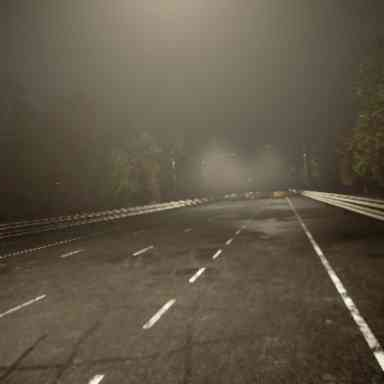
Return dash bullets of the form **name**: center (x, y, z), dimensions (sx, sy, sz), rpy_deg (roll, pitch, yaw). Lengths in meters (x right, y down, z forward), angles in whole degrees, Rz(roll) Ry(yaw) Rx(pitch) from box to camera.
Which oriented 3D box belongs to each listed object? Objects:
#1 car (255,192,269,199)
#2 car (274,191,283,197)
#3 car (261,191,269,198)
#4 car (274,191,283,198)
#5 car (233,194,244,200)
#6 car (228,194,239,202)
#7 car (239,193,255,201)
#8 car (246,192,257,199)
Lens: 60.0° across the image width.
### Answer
- **car**: center (16.470, 0.925, 77.038), dimensions (2.033, 1.411, 5.357), rpy_deg (-5, -1, 15)
- **car**: center (22.533, 0.433, 86.195), dimensions (2.033, 1.411, 5.357), rpy_deg (-5, -1, 15)
- **car**: center (19.159, 0.644, 87.103), dimensions (1.882, 1.535, 5.008), rpy_deg (-5, -1, 15)
- **car**: center (19.835, 0.590, 76.131), dimensions (1.882, 1.535, 5.008), rpy_deg (-5, -1, 15)
- **car**: center (12.425, 1.251, 88.917), dimensions (2.033, 1.411, 5.357), rpy_deg (-5, -1, 15)
- **car**: center (9.732, 1.470, 78.853), dimensions (2.033, 1.411, 5.357), rpy_deg (-5, -1, 15)
- **car**: center (13.100, 1.183, 77.945), dimensions (2.128, 1.511, 4.902), rpy_deg (-5, -1, 15)
- **car**: center (15.794, 0.964, 88.010), dimensions (2.128, 1.511, 4.902), rpy_deg (-5, -1, 15)
